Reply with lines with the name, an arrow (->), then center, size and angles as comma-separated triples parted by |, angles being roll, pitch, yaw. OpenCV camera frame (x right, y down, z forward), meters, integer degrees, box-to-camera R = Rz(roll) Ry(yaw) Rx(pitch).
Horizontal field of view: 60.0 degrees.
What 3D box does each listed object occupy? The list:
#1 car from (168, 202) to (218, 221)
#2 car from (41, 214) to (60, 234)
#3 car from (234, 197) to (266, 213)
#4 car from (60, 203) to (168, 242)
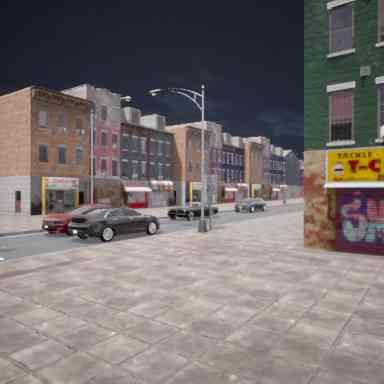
car -> 0.120, 1.473, 26.291 | 1.895, 1.301, 4.718 | 0, 0, 36
car -> -5.664, 1.403, 18.203 | 1.882, 1.535, 5.008 | 0, 0, 34
car -> 6.156, 1.323, 34.679 | 1.837, 1.490, 4.892 | 0, 0, 36
car -> -3.595, 1.443, 16.210 | 1.837, 1.490, 4.892 | 0, 0, 36
